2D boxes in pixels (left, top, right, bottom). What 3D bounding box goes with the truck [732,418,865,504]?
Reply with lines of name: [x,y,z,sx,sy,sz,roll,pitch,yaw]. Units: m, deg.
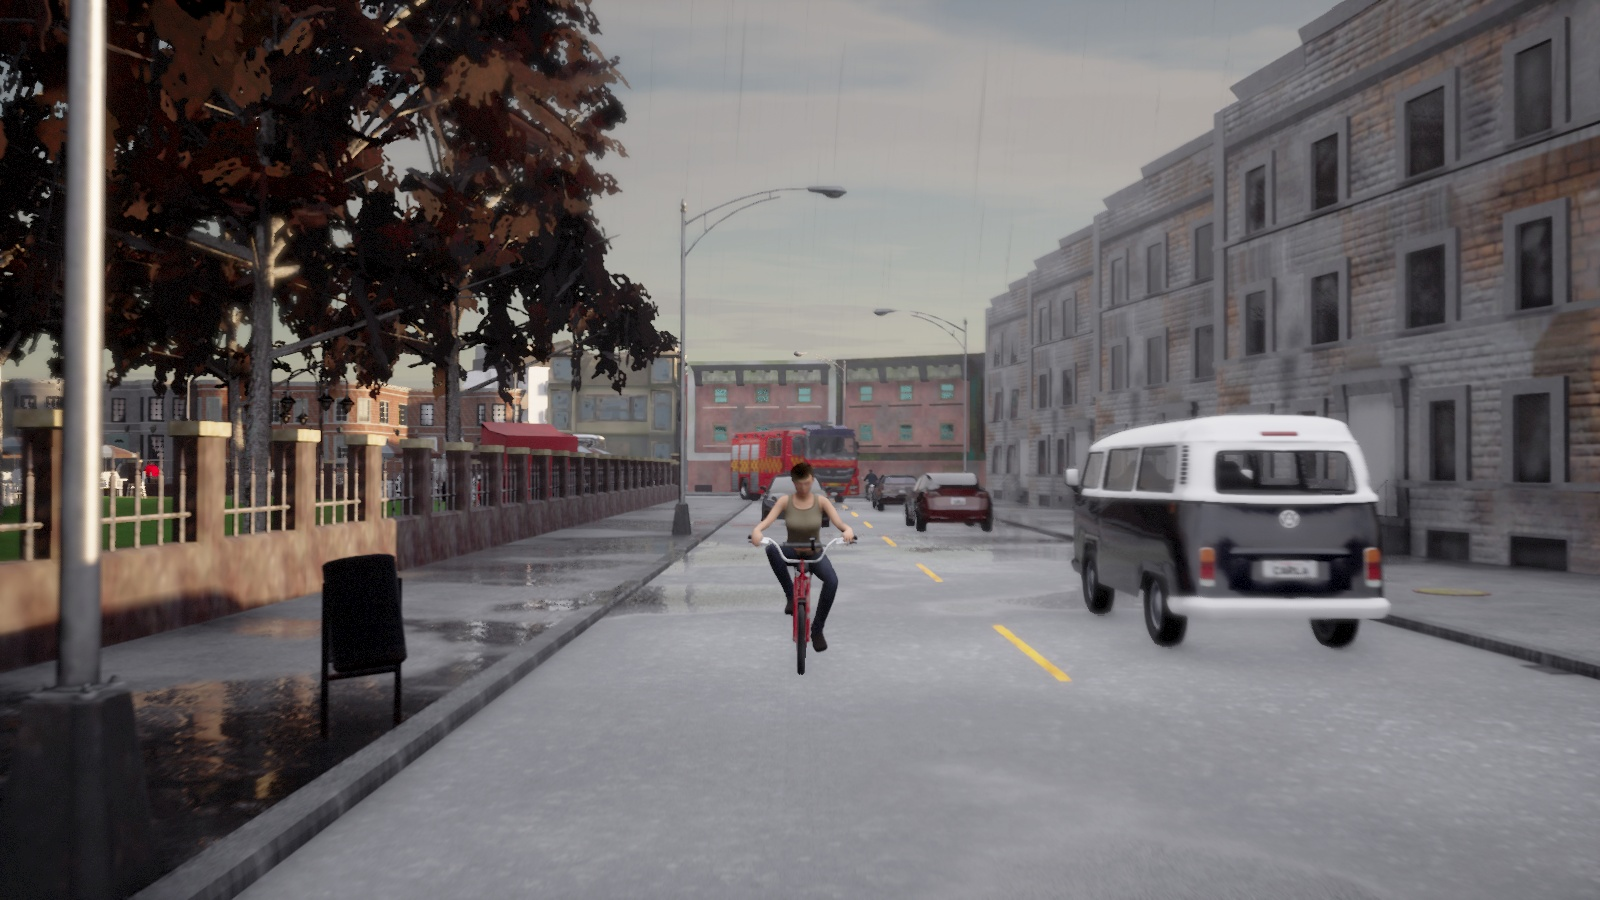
truck: [-0.251,0.568,60.018,2.891,3.827,8.468,0,-1,-26]

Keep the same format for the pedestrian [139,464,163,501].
pedestrian: [-32.485,1.614,62.844,0.899,1.844,0.634,-1,-1,19]

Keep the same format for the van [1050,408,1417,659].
van: [3.971,0.711,12.463,2.069,2.038,4.480,0,-1,0]

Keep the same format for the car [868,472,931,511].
car: [3.844,1.603,49.525,2.033,1.411,5.357,0,-1,0]

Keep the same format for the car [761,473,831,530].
car: [-0.104,1.372,34.843,1.812,1.442,4.674,0,-1,0]

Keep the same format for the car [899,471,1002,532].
car: [3.902,1.307,33.378,2.163,1.488,4.792,0,-1,0]

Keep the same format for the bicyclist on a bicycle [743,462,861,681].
bicyclist on a bicycle: [0.025,0.902,10.006,0.866,1.612,1.509,0,-1,1]

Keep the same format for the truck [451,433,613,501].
truck: [-14.040,0.901,66.287,7.936,3.462,2.891,0,-1,0]
